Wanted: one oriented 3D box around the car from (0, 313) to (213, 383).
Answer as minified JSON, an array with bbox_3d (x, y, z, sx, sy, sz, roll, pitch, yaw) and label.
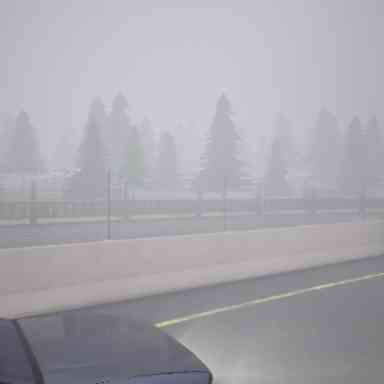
[{"bbox_3d":[-2.358,1.537,2.019,5.357,1.411,2.033,0,0,-35],"label":"car"}]
